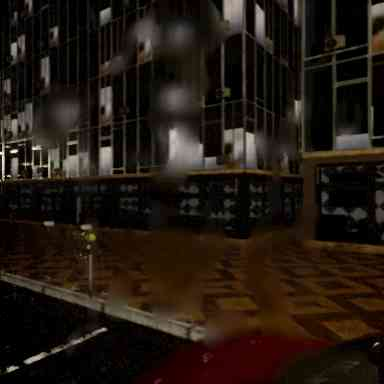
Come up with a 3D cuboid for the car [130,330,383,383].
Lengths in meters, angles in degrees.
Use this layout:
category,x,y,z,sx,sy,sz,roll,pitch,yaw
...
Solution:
category,x,y,z,sx,sy,sz,roll,pitch,yaw
car,1.529,1.544,1.787,4.507,1.381,1.887,0,0,35
